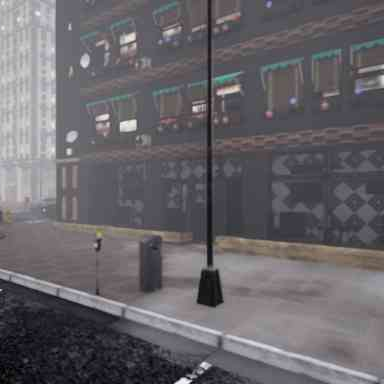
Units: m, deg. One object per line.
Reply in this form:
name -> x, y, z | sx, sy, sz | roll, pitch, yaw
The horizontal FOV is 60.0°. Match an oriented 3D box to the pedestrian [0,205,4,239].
pedestrian -> -8.212, 1.067, 13.820 | 0.375, 1.860, 0.375 | 0, 0, 35

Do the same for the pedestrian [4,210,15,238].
pedestrian -> -8.162, 1.372, 14.923 | 0.500, 1.100, 0.500 | 0, 0, 35

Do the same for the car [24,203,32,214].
car -> -12.066, 1.122, 28.850 | 1.812, 1.442, 4.674 | 0, 1, 35

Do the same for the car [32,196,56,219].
car -> -8.588, 1.196, 23.716 | 1.947, 1.339, 4.313 | 1, 2, 35
